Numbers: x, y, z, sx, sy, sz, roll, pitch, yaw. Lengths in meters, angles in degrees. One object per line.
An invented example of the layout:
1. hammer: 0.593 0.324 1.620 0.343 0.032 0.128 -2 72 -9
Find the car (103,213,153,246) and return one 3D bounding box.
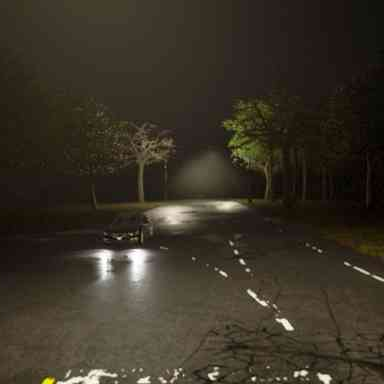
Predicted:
1. car: -3.257 1.910 17.653 1.837 1.490 4.892 -1 -1 2
